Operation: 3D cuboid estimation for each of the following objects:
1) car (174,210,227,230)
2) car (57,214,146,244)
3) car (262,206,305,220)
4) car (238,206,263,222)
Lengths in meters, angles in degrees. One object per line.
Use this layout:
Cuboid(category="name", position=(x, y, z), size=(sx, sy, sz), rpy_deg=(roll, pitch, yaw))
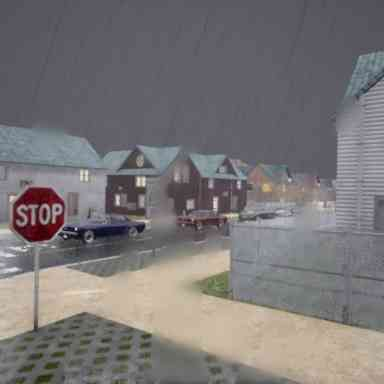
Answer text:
Cuboid(category="car", position=(0.717, 2.038, 24.959), size=(1.895, 1.301, 4.718), rpy_deg=(2, 0, 36))
Cuboid(category="car", position=(-4.711, 1.838, 17.554), size=(1.895, 1.301, 4.718), rpy_deg=(2, 0, 36))
Cuboid(category="car", position=(8.489, 2.234, 30.554), size=(1.812, 1.442, 4.674), rpy_deg=(2, 0, 36))
Cuboid(category="car", position=(6.217, 2.146, 32.416), size=(1.837, 1.490, 4.892), rpy_deg=(2, 0, 36))
